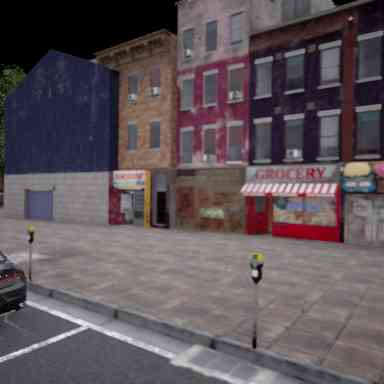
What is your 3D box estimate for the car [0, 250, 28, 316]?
[{"bbox_3d":[-4.800,1.517,6.222,4.403,1.369,2.008,0,1,36],"label":"car"}]
